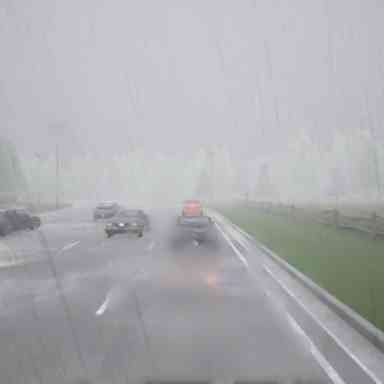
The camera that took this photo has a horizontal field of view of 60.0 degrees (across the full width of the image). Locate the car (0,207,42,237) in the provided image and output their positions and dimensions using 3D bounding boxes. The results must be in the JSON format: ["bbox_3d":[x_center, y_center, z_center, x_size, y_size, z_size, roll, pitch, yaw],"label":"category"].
[{"bbox_3d":[-10.402,1.637,18.537,2.033,1.411,5.357,0,0,0],"label":"car"}]

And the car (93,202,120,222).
[{"bbox_3d":[-6.902,1.629,28.207,2.128,1.511,4.902,0,0,0],"label":"car"}]

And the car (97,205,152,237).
[{"bbox_3d":[-3.401,1.637,18.526,2.033,1.411,5.357,0,0,0],"label":"car"}]

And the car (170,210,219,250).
[{"bbox_3d":[0.101,1.672,14.727,1.895,1.301,4.718,0,0,0],"label":"car"}]

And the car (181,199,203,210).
[{"bbox_3d":[-0.032,1.522,35.388,2.097,1.767,4.553,0,0,-2],"label":"car"}]

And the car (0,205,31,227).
[{"bbox_3d":[-13.901,1.719,24.424,1.895,1.301,4.718,0,0,0],"label":"car"}]
